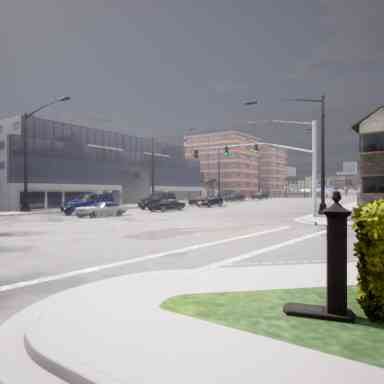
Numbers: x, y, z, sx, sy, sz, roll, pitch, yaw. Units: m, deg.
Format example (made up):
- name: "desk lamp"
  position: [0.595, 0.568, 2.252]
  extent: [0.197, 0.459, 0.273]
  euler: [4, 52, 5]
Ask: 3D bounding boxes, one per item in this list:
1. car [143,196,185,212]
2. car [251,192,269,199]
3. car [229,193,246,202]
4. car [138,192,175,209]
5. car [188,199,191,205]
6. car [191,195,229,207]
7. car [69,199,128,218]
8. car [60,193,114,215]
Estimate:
- name: "car"
  position: [-2.834, 1.493, 37.216]
  extent: [1.895, 1.301, 4.718]
  euler: [0, 1, 35]
- name: "car"
  position: [13.707, 0.733, 66.768]
  extent: [2.033, 1.411, 5.357]
  euler: [0, 0, 36]
- name: "car"
  position: [7.537, 0.901, 58.085]
  extent: [2.033, 1.411, 5.357]
  euler: [0, 1, 35]
- name: "car"
  position: [-4.187, 1.072, 41.384]
  extent: [2.150, 2.045, 5.566]
  euler: [0, 1, 36]
- name: "car"
  position: [1.415, 1.247, 49.376]
  extent: [1.895, 1.301, 4.718]
  euler: [0, 2, 35]
- name: "car"
  position: [2.435, 1.217, 44.733]
  extent: [2.128, 1.511, 4.902]
  euler: [0, 1, 35]
- name: "car"
  position: [-8.091, 1.555, 29.712]
  extent: [1.895, 1.301, 4.718]
  euler: [0, 0, 35]
- name: "car"
  position: [-10.128, 1.171, 32.910]
  extent: [2.150, 2.045, 5.566]
  euler: [0, 0, 35]
